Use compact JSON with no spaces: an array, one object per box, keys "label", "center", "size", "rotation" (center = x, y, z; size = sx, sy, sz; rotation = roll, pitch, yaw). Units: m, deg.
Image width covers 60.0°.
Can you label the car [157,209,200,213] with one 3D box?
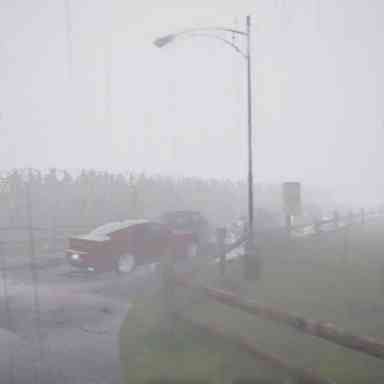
[{"label":"car","center":[-1.068,1.670,16.656],"size":[2.097,1.767,4.553],"rotation":[-1,-2,37]}]

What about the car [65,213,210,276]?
[{"label":"car","center":[-1.712,1.674,11.192],"size":[1.882,1.535,5.008],"rotation":[-2,-2,38]}]

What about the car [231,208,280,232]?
[{"label":"car","center":[4.647,1.932,23.908],"size":[2.128,1.511,4.902],"rotation":[-1,-2,38]}]

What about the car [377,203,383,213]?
[{"label":"car","center":[29.263,2.322,50.071],"size":[1.882,1.535,5.008],"rotation":[-2,-2,39]}]

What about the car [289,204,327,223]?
[{"label":"car","center":[10.706,1.918,31.503],"size":[2.097,1.767,4.553],"rotation":[-2,-2,39]}]

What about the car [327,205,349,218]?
[{"label":"car","center":[17.150,2.224,39.482],"size":[1.812,1.442,4.674],"rotation":[-1,-2,38]}]
